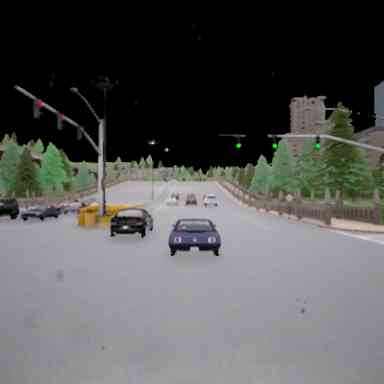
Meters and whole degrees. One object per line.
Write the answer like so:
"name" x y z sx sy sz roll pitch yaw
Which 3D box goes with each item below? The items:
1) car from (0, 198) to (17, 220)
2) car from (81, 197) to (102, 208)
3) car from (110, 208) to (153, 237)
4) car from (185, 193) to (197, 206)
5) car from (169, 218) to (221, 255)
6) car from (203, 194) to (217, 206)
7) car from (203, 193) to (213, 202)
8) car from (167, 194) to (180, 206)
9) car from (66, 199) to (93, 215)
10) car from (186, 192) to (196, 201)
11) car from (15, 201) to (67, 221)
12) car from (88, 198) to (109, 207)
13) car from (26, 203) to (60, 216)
"car" -17.612 1.547 29.705 2.150 2.045 5.566 0 -1 0
"car" -17.613 1.779 58.459 2.128 1.511 4.902 0 2 0
"car" -3.405 1.691 19.477 1.882 1.535 5.008 0 -1 0
"car" -0.130 1.506 61.433 2.097 1.767 4.553 0 3 0
"car" 0.097 1.754 13.962 1.895 1.301 4.718 0 -1 0
"car" 3.378 1.444 60.062 2.150 2.045 5.566 0 3 0
"car" 3.317 1.118 70.526 1.895 1.301 4.718 0 6 0
"car" -3.629 1.682 61.377 1.812 1.442 4.674 0 3 0
"car" -14.088 1.973 40.871 1.812 1.442 4.674 0 -1 0
"car" -0.189 0.945 71.622 2.128 1.511 4.902 0 6 0
"car" -14.105 1.892 31.468 2.033 1.411 5.357 0 -1 0
"car" -14.069 1.962 51.057 1.882 1.535 5.008 0 1 0
"car" -17.591 2.033 39.466 1.895 1.301 4.718 0 -1 0
